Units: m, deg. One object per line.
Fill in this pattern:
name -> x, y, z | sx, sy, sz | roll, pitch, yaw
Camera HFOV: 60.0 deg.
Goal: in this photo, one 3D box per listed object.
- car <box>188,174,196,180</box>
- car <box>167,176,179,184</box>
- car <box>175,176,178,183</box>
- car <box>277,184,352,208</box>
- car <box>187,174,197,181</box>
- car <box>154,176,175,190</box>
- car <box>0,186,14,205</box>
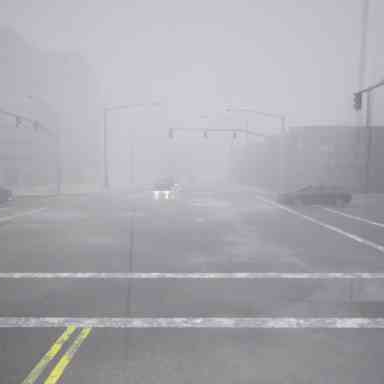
car -> 0.019, -3.701, 80.733 | 2.033, 1.411, 5.357 | 0, 4, 0
car -> -3.552, -2.281, 61.457 | 1.895, 1.301, 4.718 | 0, 4, 0
car -> -3.583, -1.694, 51.338 | 1.837, 1.490, 4.892 | 0, 4, 0
car -> 8.286, 0.241, 22.704 | 4.892, 1.490, 1.837 | 0, 4, -4
car -> 0.016, -2.975, 70.906 | 1.994, 1.385, 4.181 | 0, 4, 0
car -> -3.588, -0.965, 41.432 | 1.994, 1.385, 4.181 | 0, 4, 0
car -> -14.952, 0.224, 22.972 | 4.892, 1.490, 1.837 | 0, 4, 0
